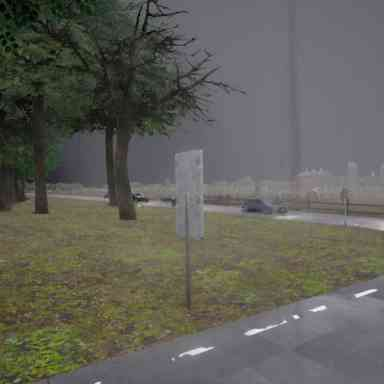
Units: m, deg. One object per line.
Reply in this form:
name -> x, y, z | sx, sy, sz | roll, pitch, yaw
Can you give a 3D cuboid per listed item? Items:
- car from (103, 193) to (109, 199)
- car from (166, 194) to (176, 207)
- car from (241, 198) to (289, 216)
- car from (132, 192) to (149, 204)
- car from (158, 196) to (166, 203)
car -> -15.482, 0.638, 63.716 | 1.994, 1.385, 4.181 | -1, 1, -36
car -> -0.724, 1.029, 38.244 | 1.812, 1.442, 4.674 | -1, 1, -36
car -> 6.197, 1.251, 28.638 | 1.994, 1.385, 4.181 | -1, 2, -36
car -> -7.996, 0.809, 48.360 | 1.882, 1.535, 5.008 | -1, 1, -36
car -> -2.862, 0.950, 46.216 | 1.895, 1.301, 4.718 | -1, 1, -36
